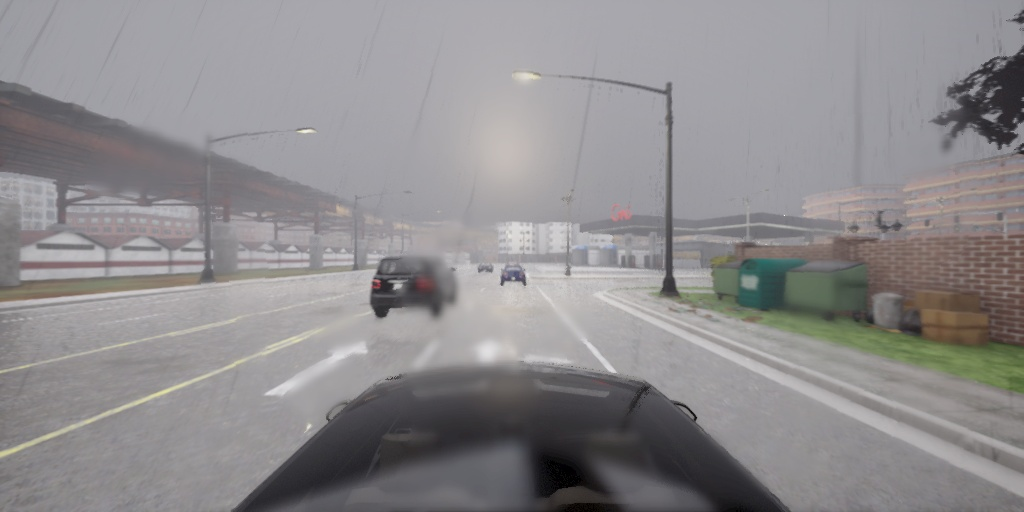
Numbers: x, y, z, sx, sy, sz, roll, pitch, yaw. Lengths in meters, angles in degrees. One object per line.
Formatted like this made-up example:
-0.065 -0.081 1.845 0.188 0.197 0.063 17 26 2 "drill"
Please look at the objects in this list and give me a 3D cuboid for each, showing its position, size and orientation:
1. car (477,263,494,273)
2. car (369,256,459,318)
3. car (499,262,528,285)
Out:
-3.395 1.528 46.990 1.895 1.301 4.718 0 0 0 "car"
-3.398 1.024 13.438 2.150 2.045 5.566 0 0 0 "car"
0.101 1.378 26.928 1.812 1.442 4.674 0 0 0 "car"
